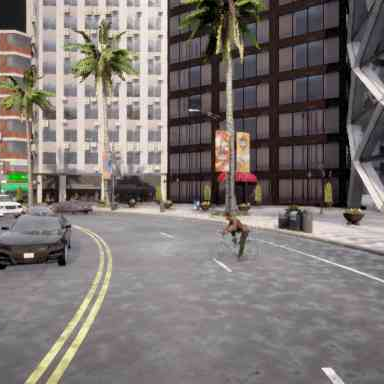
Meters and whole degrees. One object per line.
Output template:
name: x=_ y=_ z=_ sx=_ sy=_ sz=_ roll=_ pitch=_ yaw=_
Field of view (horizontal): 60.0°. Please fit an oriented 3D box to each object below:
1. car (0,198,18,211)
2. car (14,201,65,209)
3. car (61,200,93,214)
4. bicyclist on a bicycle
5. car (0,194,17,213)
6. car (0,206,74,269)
car: x=-23.673 y=1.526 z=40.649 sx=4.674 sy=1.442 sz=1.812 roll=0 pitch=0 yaw=24
car: x=-9.575 y=1.526 z=20.645 sx=1.812 sy=1.442 sz=4.674 roll=0 pitch=0 yaw=-35
car: x=-12.422 y=1.547 z=34.175 sx=5.357 sy=1.411 sz=2.033 roll=0 pitch=0 yaw=37
bicyclist on a bicycle: x=1.349 y=1.454 z=10.643 sx=1.656 sy=1.620 sz=0.582 roll=-2 pitch=0 yaw=-12
car: x=-16.602 y=1.221 z=28.428 sx=5.566 sy=2.045 sz=2.150 roll=0 pitch=0 yaw=39
car: x=-5.267 y=1.478 z=11.543 sx=1.882 sy=1.535 sz=5.008 roll=0 pitch=0 yaw=-18
